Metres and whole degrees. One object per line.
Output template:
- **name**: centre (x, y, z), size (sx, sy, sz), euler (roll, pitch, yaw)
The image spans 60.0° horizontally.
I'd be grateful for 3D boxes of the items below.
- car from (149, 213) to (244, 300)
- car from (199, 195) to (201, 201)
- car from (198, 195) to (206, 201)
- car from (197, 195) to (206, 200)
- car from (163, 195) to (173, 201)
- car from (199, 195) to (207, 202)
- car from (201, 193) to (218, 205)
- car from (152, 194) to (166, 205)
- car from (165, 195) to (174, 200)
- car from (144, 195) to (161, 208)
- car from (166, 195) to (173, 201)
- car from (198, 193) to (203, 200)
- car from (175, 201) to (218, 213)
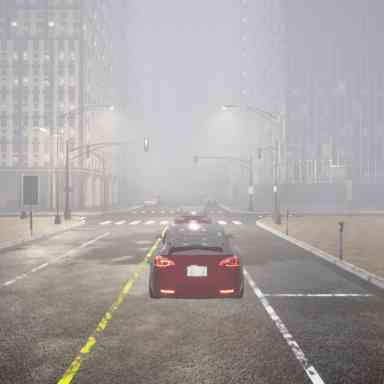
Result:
- **car**: centre (0.079, 1.502, 8.457), size (2.163, 1.488, 4.792), euler (0, 0, 0)
- **car**: centre (2.665, 1.497, 53.895), size (2.008, 1.369, 4.403), euler (0, 0, 0)
- **car**: centre (2.500, 1.419, 82.266), size (1.887, 1.381, 4.507), euler (0, 0, 0)
- **car**: centre (2.486, 1.407, 87.940), size (2.008, 1.369, 4.403), euler (0, 0, 0)
- **car**: centre (-5.881, 1.425, 82.252), size (2.008, 1.369, 4.403), euler (0, 0, 0)
- **car**: centre (2.513, 1.415, 76.762), size (1.752, 1.417, 4.829), euler (0, 0, 0)
- **car**: centre (2.710, 1.398, 48.216), size (1.967, 1.590, 4.097), euler (0, 0, 0)
- **car**: centre (-5.913, 1.261, 53.875), size (2.192, 1.841, 5.009), euler (0, 0, 0)
- **car**: centre (-5.894, 1.407, 87.928), size (2.008, 1.369, 4.403), euler (0, 0, 0)
- **car**: centre (-5.930, 1.483, 48.027), size (1.752, 1.417, 4.829), euler (0, 0, 0)
- **car**: centre (-5.868, 1.435, 76.577), size (1.887, 1.381, 4.507), euler (0, 0, 0)
- **car**: centre (2.528, 1.220, 70.917), size (2.192, 1.841, 5.009), euler (0, 0, 0)
- **car**: centre (0.048, 1.496, 18.452), size (2.163, 1.488, 4.792), euler (0, 0, 0)
